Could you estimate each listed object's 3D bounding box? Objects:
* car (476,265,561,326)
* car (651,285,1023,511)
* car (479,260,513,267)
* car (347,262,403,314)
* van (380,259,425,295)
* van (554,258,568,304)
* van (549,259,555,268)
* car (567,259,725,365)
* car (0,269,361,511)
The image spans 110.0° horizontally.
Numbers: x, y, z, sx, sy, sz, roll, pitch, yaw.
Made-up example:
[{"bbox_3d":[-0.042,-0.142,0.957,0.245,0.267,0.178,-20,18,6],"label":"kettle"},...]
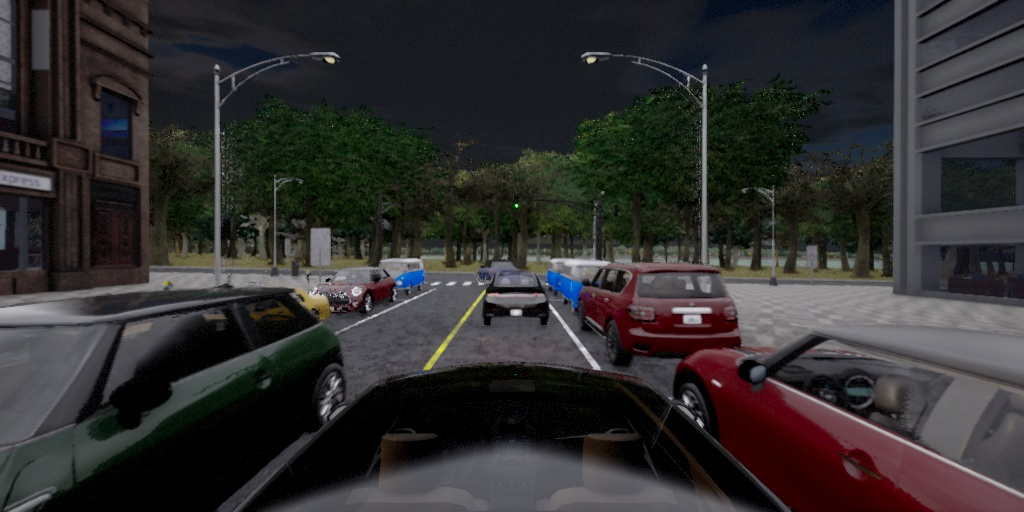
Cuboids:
[{"bbox_3d":[0.103,1.208,11.491,2.128,1.511,4.902,0,0,0],"label":"car"},{"bbox_3d":[2.763,1.187,2.451,1.967,1.591,4.097,0,0,0],"label":"car"},{"bbox_3d":[-1.023,1.025,23.978,2.097,1.767,4.553,0,0,-15],"label":"car"},{"bbox_3d":[-5.758,1.149,13.329,1.967,1.591,4.097,0,0,0],"label":"car"},{"bbox_3d":[-5.756,1.031,18.767,1.690,1.789,3.998,0,0,0],"label":"van"},{"bbox_3d":[2.767,1.050,13.326,1.690,1.789,3.998,0,0,0],"label":"van"},{"bbox_3d":[2.769,1.031,18.764,1.690,1.789,3.998,0,0,0],"label":"van"},{"bbox_3d":[2.765,1.043,7.889,2.192,1.841,5.009,0,0,0],"label":"car"},{"bbox_3d":[-3.089,1.099,2.488,2.097,1.767,4.553,0,0,0],"label":"car"}]
